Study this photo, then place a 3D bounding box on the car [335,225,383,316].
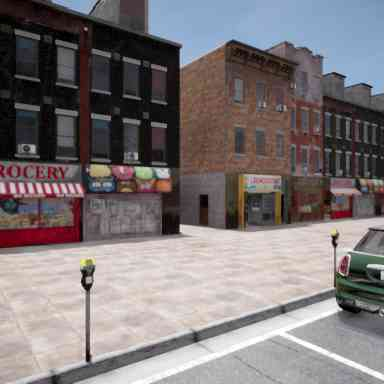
[{"bbox_3d":[4.827,1.351,6.436,4.553,1.767,2.097,0,0,-36],"label":"car"}]
